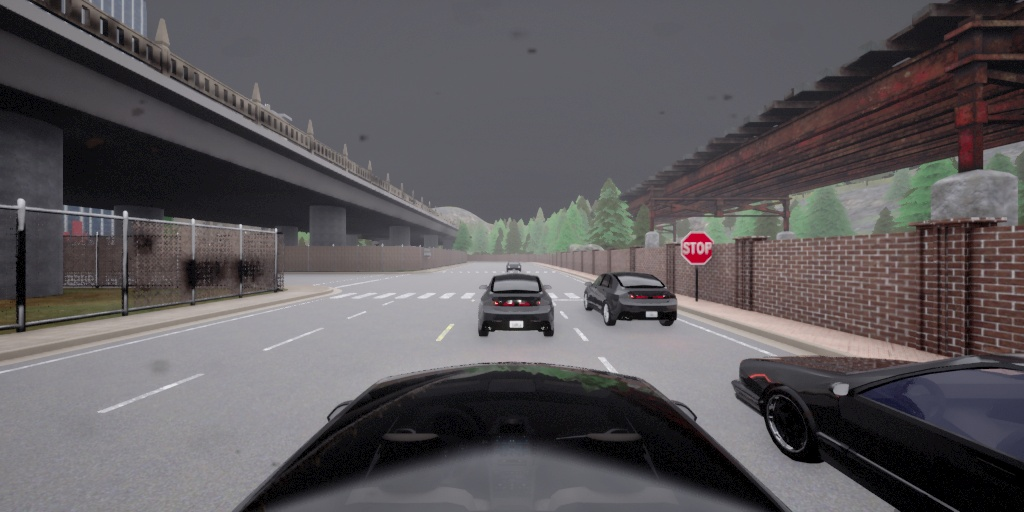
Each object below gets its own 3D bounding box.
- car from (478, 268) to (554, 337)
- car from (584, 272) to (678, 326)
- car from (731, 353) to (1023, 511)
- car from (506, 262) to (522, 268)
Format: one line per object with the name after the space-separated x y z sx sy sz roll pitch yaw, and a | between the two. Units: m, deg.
0.103 1.255 10.293 1.837 1.490 4.892 0 0 0 | car
3.605 1.255 11.651 1.837 1.490 4.892 0 0 0 | car
3.600 1.297 1.904 2.033 1.411 5.357 0 0 0 | car
0.218 1.351 45.466 1.895 1.301 4.718 0 0 -1 | car
